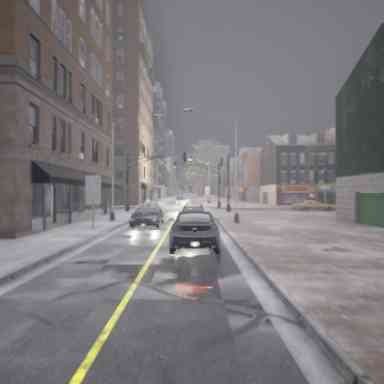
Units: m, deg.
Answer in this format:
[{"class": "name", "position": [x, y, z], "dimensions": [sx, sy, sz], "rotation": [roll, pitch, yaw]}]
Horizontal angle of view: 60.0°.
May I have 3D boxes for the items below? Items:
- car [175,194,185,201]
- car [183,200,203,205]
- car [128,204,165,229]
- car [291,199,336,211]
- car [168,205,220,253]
[{"class": "car", "position": [-2.759, 1.335, 77.044], "dimensions": [1.837, 1.490, 4.892], "rotation": [0, 0, 0]}, {"class": "car", "position": [0.169, 1.565, 28.446], "dimensions": [1.895, 1.301, 4.718], "rotation": [0, 0, 2]}, {"class": "car", "position": [-2.825, 1.524, 21.945], "dimensions": [2.033, 1.411, 5.357], "rotation": [0, 0, 0]}, {"class": "car", "position": [13.885, 1.540, 38.004], "dimensions": [4.829, 1.417, 1.752], "rotation": [0, -1, 0]}, {"class": "car", "position": [0.100, 1.493, 13.551], "dimensions": [1.837, 1.490, 4.892], "rotation": [0, 0, 0]}]
